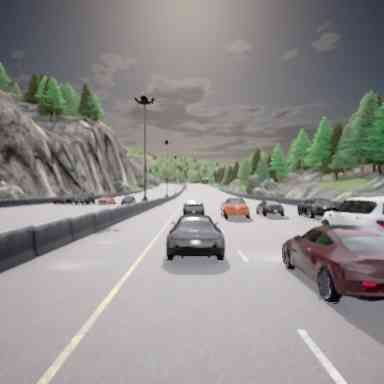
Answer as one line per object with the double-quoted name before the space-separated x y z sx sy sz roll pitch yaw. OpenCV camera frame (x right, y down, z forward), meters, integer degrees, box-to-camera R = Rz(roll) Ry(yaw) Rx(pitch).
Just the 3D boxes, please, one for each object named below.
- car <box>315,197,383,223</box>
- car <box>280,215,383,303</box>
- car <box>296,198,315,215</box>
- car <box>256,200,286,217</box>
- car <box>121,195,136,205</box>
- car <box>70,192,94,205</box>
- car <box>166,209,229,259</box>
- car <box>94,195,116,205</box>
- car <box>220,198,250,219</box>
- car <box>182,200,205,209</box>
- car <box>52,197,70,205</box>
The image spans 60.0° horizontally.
"car" 7.120 1.195 13.293 2.150 2.045 5.566 0 0 0
"car" 3.608 1.509 8.048 1.812 1.442 4.674 0 0 0
"car" 10.645 1.291 28.784 2.097 1.767 4.553 0 0 0
"car" 7.149 1.457 30.643 1.812 1.442 4.674 0 0 0
"car" -10.457 1.357 55.058 1.837 1.490 4.892 0 0 1
"car" -17.454 1.066 54.290 2.150 2.045 5.566 0 0 1
"car" 0.116 1.533 12.392 1.994 1.385 4.181 0 0 0
"car" -13.959 1.203 54.375 2.097 1.767 4.553 0 0 1
"car" 3.645 1.284 28.794 2.097 1.767 4.553 0 0 0
"car" 0.146 1.417 29.693 2.128 1.511 4.902 0 0 0
"car" -20.953 1.445 54.046 1.895 1.301 4.718 0 0 1
